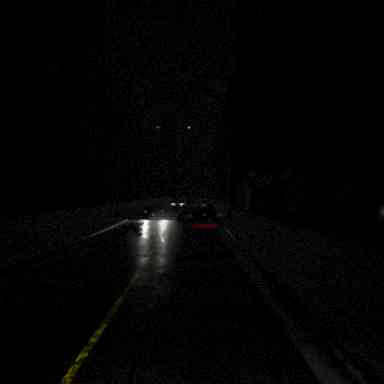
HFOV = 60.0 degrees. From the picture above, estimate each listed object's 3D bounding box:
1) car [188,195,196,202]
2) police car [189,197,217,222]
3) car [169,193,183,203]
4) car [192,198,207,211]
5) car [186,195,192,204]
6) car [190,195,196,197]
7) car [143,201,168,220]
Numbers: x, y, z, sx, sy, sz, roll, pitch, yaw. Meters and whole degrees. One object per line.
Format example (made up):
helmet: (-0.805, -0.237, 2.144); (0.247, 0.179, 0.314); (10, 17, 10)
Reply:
car: (0.032, 1.512, 78.399); (1.882, 1.535, 5.008); (0, 0, 0)
police car: (0.911, 1.445, 26.675); (1.930, 1.638, 5.238); (0, 0, 0)
car: (-2.971, 1.310, 70.021); (2.150, 2.045, 5.566); (0, 0, 0)
car: (0.918, 1.567, 42.566); (1.812, 1.442, 4.674); (0, 0, 0)
car: (0.026, 1.439, 63.368); (2.097, 1.767, 4.553); (0, 0, 0)
car: (0.915, 1.487, 36.756); (1.801, 1.575, 5.366); (0, 0, 0)
car: (-3.086, 1.547, 28.854); (1.812, 1.442, 4.674); (0, 0, 0)
